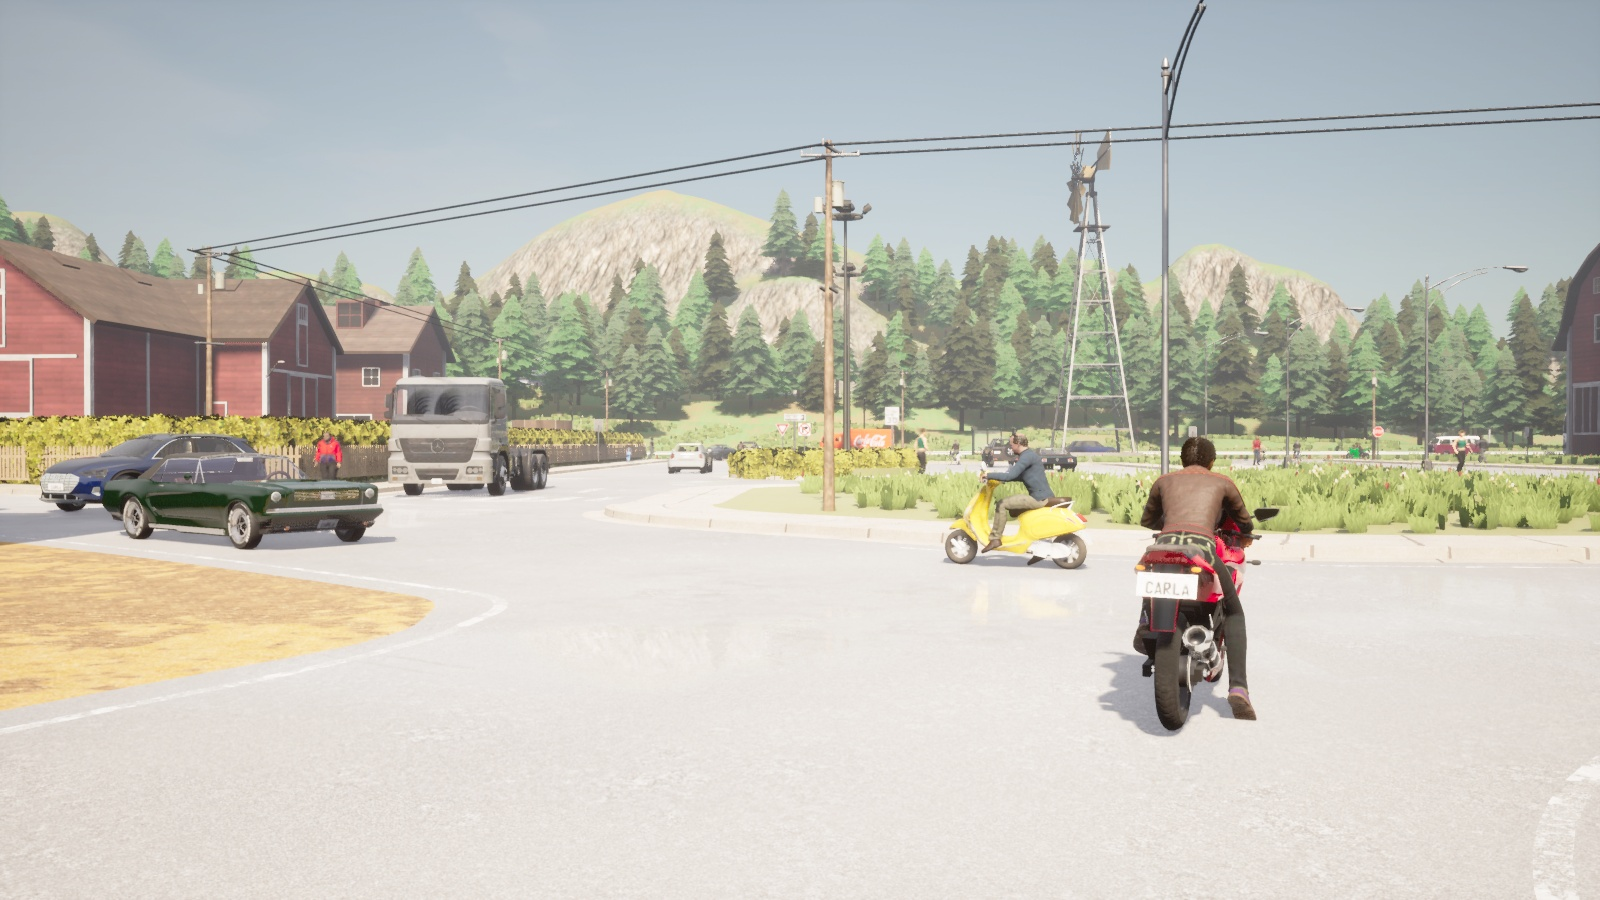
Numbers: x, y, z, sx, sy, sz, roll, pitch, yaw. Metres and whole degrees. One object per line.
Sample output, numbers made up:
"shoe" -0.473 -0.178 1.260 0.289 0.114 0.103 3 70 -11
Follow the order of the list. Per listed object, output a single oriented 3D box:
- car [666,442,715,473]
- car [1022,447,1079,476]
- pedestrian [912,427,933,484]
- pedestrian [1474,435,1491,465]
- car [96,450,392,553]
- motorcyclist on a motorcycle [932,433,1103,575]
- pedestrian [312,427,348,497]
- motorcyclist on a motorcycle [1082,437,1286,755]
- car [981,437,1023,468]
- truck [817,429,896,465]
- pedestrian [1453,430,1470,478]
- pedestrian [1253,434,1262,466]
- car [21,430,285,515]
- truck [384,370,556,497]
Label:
"car" -5.410 0.354 62.558 1.970 1.475 3.806 0 0 2
"car" 11.856 0.519 59.787 1.895 1.301 4.718 0 0 2
"pedestrian" 3.952 0.176 40.547 0.594 1.836 0.345 0 0 -28
"pedestrian" 43.082 -0.011 79.285 0.563 1.883 0.849 0 0 1
"car" -8.305 0.675 18.587 4.718 1.301 1.895 1 1 36
"motorcyclist on a motorcycle" 2.569 0.598 14.846 1.817 1.590 0.866 0 1 27
"pedestrian" -12.600 0.323 33.669 0.634 1.844 0.899 0 0 -1
"motorcyclist on a motorcycle" 2.227 0.687 7.090 0.797 1.523 2.044 0 1 26
"car" 12.326 0.139 76.882 1.932 1.855 4.605 0 0 1
"truck" 3.969 -0.234 87.966 5.204 2.467 2.627 0 0 10
"pedestrian" 25.291 0.151 48.017 0.345 1.836 0.594 0 0 -1
"pedestrian" 26.445 0.013 72.579 0.331 1.846 0.636 0 0 2
"car" -13.794 0.418 27.146 2.033 1.649 4.856 0 0 24
"truck" -9.759 -0.458 38.147 2.891 3.462 7.936 0 0 2
